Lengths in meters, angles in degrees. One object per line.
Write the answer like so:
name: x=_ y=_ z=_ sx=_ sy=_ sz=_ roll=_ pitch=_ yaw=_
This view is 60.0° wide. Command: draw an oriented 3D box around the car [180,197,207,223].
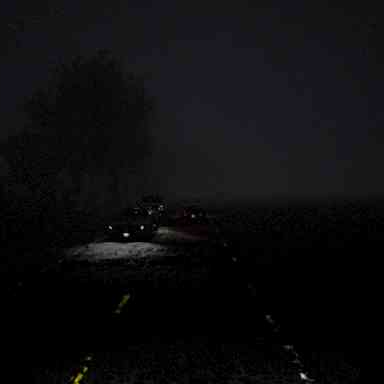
car: x=0.085 y=1.350 z=23.960 sx=1.812 sy=1.442 sz=4.674 roll=0 pitch=1 yaw=0

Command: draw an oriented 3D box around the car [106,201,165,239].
car: x=-2.801 y=1.426 z=16.881 sx=2.033 sy=1.411 sz=5.357 roll=0 pitch=0 yaw=1

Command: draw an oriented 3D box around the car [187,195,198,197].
car: x=0.083 y=1.160 z=41.746 sx=2.128 sy=1.511 sz=4.902 roll=0 pitch=1 yaw=0

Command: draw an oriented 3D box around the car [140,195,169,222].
car: x=-2.753 y=0.994 z=22.928 sx=2.097 sy=1.767 sz=4.553 roll=0 pitch=0 yaw=0
